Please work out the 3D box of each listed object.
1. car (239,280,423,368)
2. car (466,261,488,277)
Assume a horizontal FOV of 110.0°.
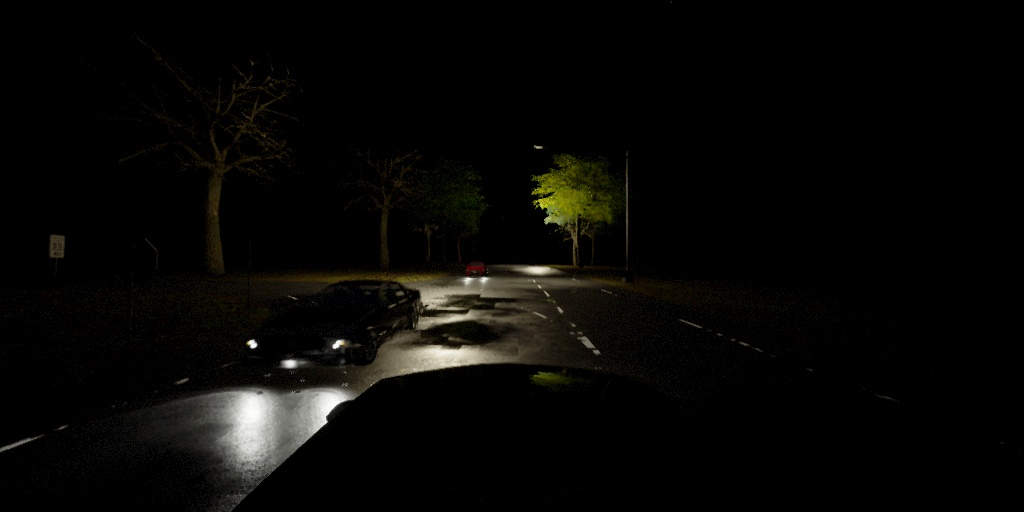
[{"bbox_3d":[-3.496,1.288,8.303,2.033,1.411,5.357,0,1,0],"label":"car"},{"bbox_3d":[-3.475,1.272,36.055,1.882,1.535,5.008,0,0,0],"label":"car"}]
